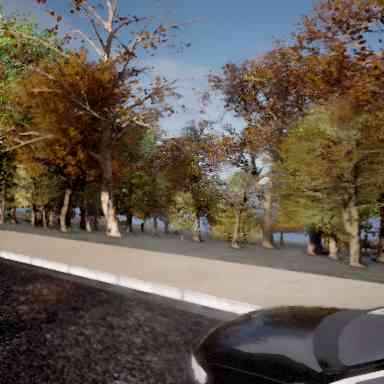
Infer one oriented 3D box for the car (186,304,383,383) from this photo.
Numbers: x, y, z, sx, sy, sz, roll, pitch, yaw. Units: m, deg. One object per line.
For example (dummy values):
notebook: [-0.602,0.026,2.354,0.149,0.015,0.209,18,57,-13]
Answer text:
car: [2.165,1.493,2.142,4.902,1.511,2.128,0,0,35]
